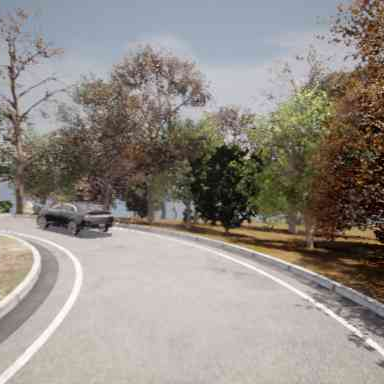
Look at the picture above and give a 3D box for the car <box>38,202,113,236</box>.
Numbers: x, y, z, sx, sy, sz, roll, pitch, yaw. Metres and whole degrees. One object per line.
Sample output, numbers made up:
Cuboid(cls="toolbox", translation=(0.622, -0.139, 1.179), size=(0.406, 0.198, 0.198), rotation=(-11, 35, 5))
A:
Cuboid(cls="car", translation=(-6.020, 1.250, 16.920), size=(4.902, 1.511, 2.128), rotation=(2, 0, 39))
